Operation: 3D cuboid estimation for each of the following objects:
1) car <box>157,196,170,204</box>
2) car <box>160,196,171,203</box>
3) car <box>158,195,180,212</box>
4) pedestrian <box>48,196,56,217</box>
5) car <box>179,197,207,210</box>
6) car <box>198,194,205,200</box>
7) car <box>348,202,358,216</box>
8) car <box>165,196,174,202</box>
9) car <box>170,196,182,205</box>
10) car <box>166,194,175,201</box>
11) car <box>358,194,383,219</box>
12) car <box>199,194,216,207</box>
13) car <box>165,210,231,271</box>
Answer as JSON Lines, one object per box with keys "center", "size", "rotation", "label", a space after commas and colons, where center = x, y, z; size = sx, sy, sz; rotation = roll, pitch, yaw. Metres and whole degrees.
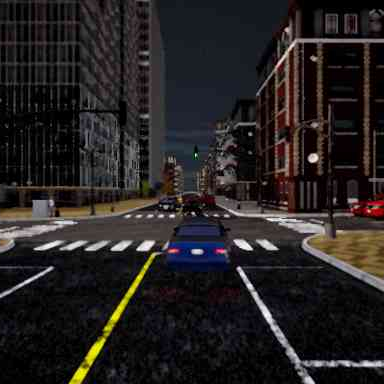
{"center": [-5.316, 1.554, 62.329], "size": [2.008, 1.369, 4.403], "rotation": [0, 0, 0], "label": "car"}
{"center": [-5.315, 1.548, 67.922], "size": [1.887, 1.381, 4.507], "rotation": [0, 0, 0], "label": "car"}
{"center": [-2.843, 1.492, 38.986], "size": [2.128, 1.511, 4.902], "rotation": [0, 0, 0], "label": "car"}
{"center": [-12.348, 1.269, 29.333], "size": [0.375, 1.860, 0.375], "rotation": [0, 1, -1], "label": "pedestrian"}
{"center": [0.085, 1.482, 29.557], "size": [1.837, 1.490, 4.892], "rotation": [0, 0, 0], "label": "car"}
{"center": [2.695, 1.447, 93.900], "size": [1.967, 1.590, 4.097], "rotation": [0, 0, 0], "label": "car"}
{"center": [15.314, 1.094, 26.687], "size": [5.009, 1.841, 2.192], "rotation": [-1, 1, -1], "label": "car"}
{"center": [-5.315, 1.556, 79.108], "size": [2.008, 1.369, 4.403], "rotation": [0, 0, 0], "label": "car"}
{"center": [-2.749, 1.480, 59.099], "size": [1.882, 1.535, 5.008], "rotation": [0, 0, 0], "label": "car"}
{"center": [-5.362, 1.446, 84.699], "size": [1.967, 1.590, 4.097], "rotation": [0, 0, 0], "label": "car"}
{"center": [15.619, 1.002, 24.230], "size": [5.566, 2.045, 2.150], "rotation": [-1, 0, -1], "label": "car"}
{"center": [2.564, 1.317, 51.143], "size": [2.192, 1.841, 5.009], "rotation": [0, 0, 0], "label": "car"}
{"center": [0.292, 1.547, 10.850], "size": [2.033, 1.411, 5.357], "rotation": [0, 0, 4], "label": "car"}
